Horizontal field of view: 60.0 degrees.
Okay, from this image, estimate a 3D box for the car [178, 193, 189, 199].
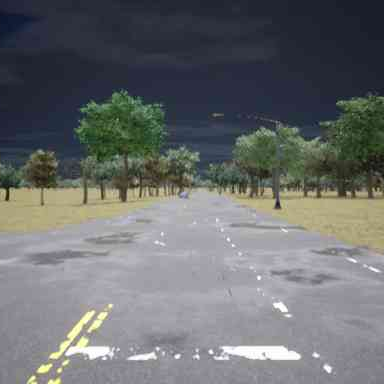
[{"bbox_3d":[-1.866,0.860,72.419,1.812,1.442,4.674,0,1,3],"label":"car"}]
